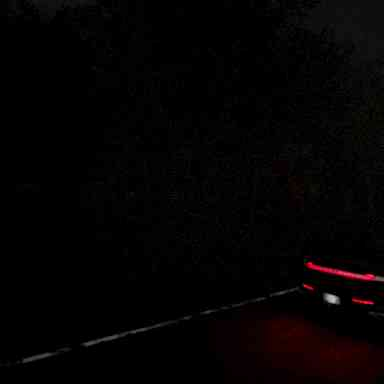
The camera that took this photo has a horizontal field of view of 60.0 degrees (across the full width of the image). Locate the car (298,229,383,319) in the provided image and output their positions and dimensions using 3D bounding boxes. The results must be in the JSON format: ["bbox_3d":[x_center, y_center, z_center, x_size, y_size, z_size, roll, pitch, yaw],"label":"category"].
[{"bbox_3d":[4.216,1.508,6.752,4.902,1.511,2.128,0,0,-35],"label":"car"}]
